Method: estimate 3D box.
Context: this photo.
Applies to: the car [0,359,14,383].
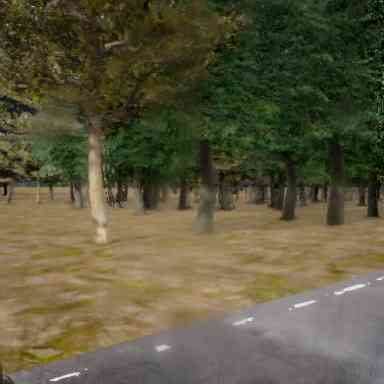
[{"bbox_3d":[-3.416,1.548,0.942,5.357,1.411,2.033,0,0,-35],"label":"car"}]
